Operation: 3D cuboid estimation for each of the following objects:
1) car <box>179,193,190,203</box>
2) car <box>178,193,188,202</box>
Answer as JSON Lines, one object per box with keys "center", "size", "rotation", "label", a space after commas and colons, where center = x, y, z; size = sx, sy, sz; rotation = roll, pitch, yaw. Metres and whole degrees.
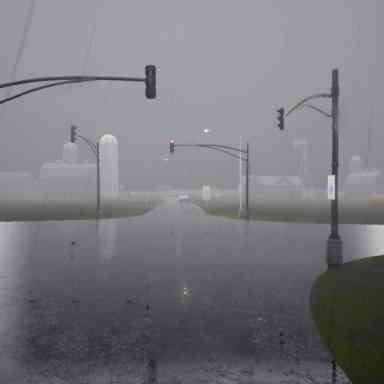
{"center": [-1.523, 1.557, 69.974], "size": [1.812, 1.442, 4.674], "rotation": [0, 0, -3], "label": "car"}
{"center": [-2.109, 1.193, 80.009], "size": [2.150, 2.045, 5.566], "rotation": [0, 0, -4], "label": "car"}
